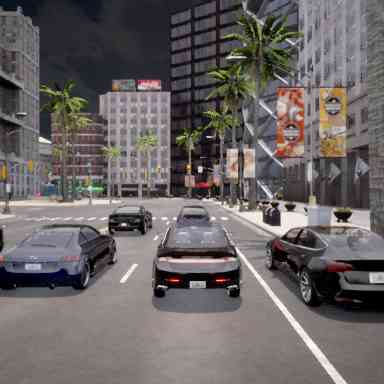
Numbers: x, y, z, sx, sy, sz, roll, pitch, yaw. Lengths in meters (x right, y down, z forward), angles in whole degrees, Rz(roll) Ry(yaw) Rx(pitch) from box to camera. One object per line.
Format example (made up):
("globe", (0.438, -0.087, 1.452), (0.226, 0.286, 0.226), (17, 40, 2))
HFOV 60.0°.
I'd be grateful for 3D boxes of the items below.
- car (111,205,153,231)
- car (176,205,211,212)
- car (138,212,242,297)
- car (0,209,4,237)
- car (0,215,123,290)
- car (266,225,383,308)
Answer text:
("car", (-3.400, 1.478, 19.070), (1.882, 1.535, 5.008), (0, 0, 0))
("car", (0.101, 1.505, 18.799), (1.837, 1.490, 4.892), (0, 0, 0))
("car", (0.101, 1.492, 8.544), (2.128, 1.511, 4.902), (0, 0, 0))
("car", (-10.569, 1.548, 14.230), (2.033, 1.411, 5.357), (0, 0, 0))
("car", (-3.397, 1.564, 9.101), (1.994, 1.385, 4.181), (0, 0, 0))
("car", (3.192, 1.513, 8.023), (2.161, 1.482, 4.786), (0, 0, -1))
